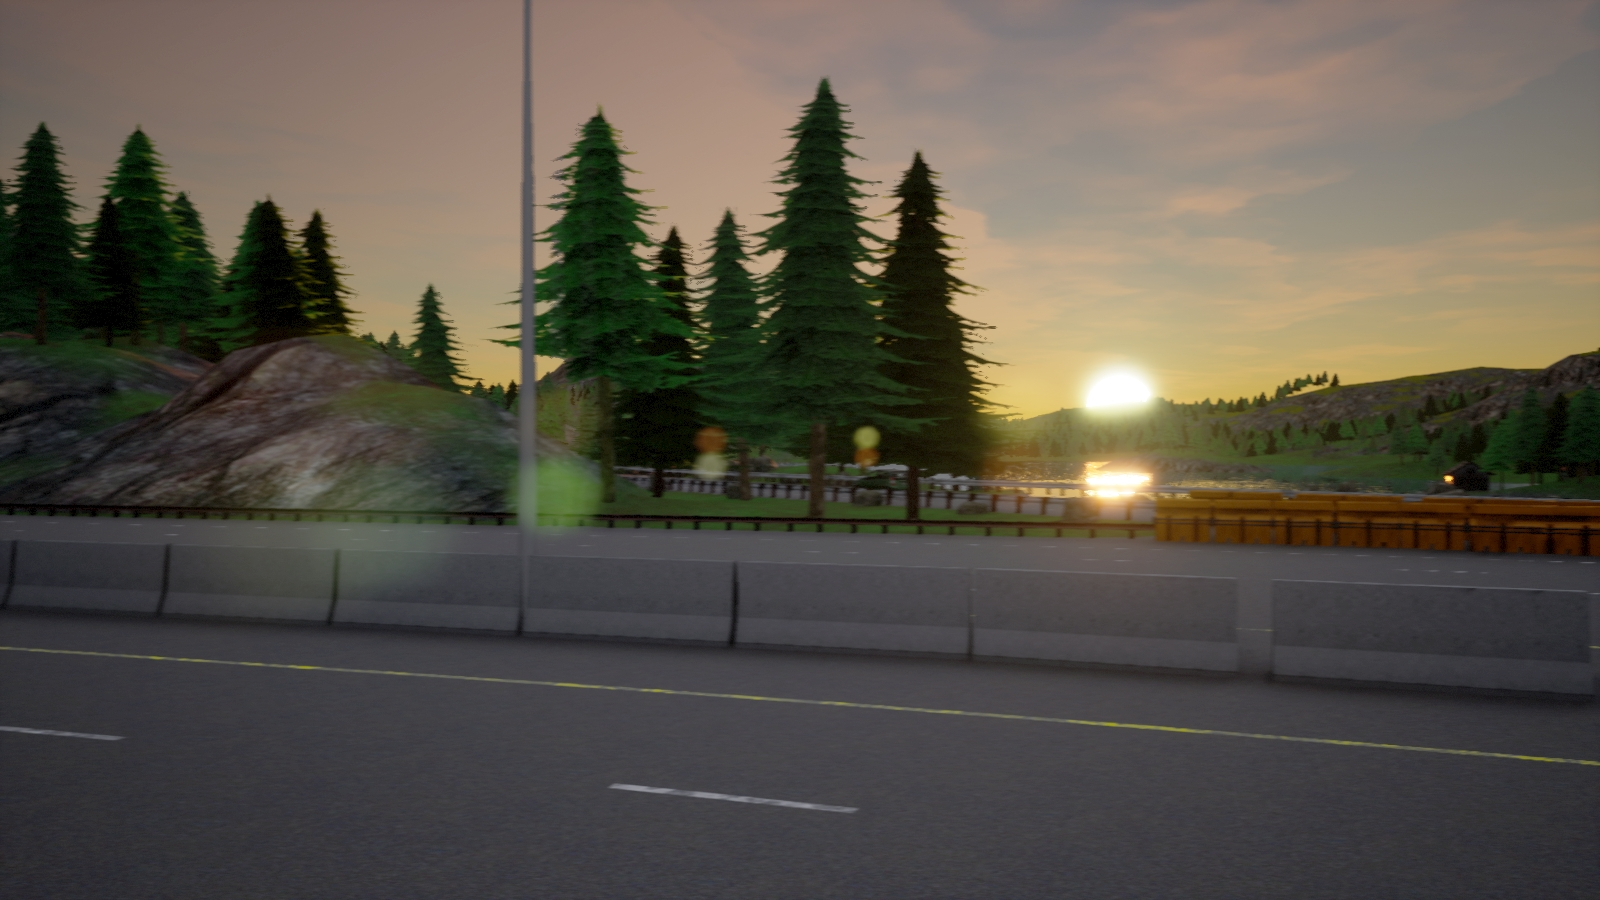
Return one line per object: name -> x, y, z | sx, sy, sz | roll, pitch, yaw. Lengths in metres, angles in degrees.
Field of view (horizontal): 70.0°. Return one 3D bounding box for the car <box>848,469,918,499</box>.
car -> 4.663, 1.896, 64.709 | 1.851, 1.617, 3.988 | 0, 0, -34
